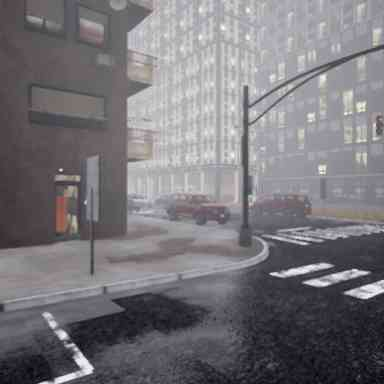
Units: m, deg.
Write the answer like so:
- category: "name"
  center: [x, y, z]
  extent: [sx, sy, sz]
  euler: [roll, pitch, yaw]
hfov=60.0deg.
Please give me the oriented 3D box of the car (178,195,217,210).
- category: "car"
  center: [0.512, 1.109, 35.301]
  extent: [1.947, 1.339, 4.313]
  euler: [2, 0, -36]

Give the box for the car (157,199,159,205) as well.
- category: "car"
  center: [-2.749, 1.004, 39.789]
  extent: [1.947, 1.339, 4.313]
  euler: [2, 0, -36]

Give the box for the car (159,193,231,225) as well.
- category: "car"
  center: [0.297, 1.031, 21.350]
  extent: [2.192, 1.841, 5.009]
  euler: [2, 0, -36]

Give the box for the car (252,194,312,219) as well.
- category: "car"
  center: [7.039, 1.066, 26.325]
  extent: [2.192, 1.841, 5.009]
  euler: [2, 0, -36]

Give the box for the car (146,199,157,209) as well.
- category: "car"
  center: [-5.821, 0.991, 34.168]
  extent: [1.812, 1.442, 4.674]
  euler: [0, 1, -36]

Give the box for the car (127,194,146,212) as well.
- category: "car"
  center: [-6.231, 1.090, 30.324]
  extent: [1.802, 1.307, 4.206]
  euler: [2, 0, -36]
